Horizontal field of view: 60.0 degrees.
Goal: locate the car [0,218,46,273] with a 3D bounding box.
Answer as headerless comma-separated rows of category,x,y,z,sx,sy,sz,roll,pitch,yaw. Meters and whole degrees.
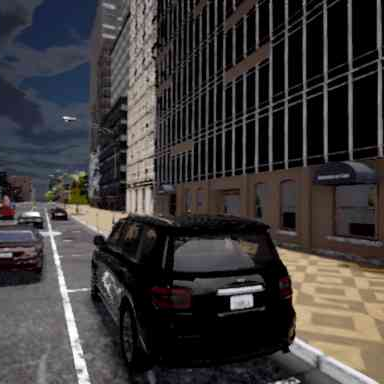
car,-6.083,1.825,11.358,2.033,1.411,5.357,1,-2,-24

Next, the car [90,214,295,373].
car,-0.519,1.421,6.283,2.150,2.045,5.566,1,-2,-24

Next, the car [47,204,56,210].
car,-31.739,3.365,75.091,1.752,1.417,4.829,2,-2,-24

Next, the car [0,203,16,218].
car,-21.273,2.349,37.655,1.882,1.535,5.008,1,-2,-24

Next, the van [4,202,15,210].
van,-39.323,2.981,71.540,1.690,1.788,3.998,2,-2,-24

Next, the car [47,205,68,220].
car,-15.413,2.537,38.568,1.947,1.339,4.313,2,-2,-24

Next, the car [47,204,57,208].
car,-24.700,2.908,59.352,1.967,1.590,4.097,2,-2,-24

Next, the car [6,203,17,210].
car,-41.649,3.328,76.728,1.947,1.339,4.313,2,-2,-24

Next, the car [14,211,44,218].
car,-13.424,2.276,27.764,1.895,1.301,4.718,1,-2,-24

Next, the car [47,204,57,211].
car,-29.348,3.295,69.738,1.802,1.307,4.206,2,-2,-24
